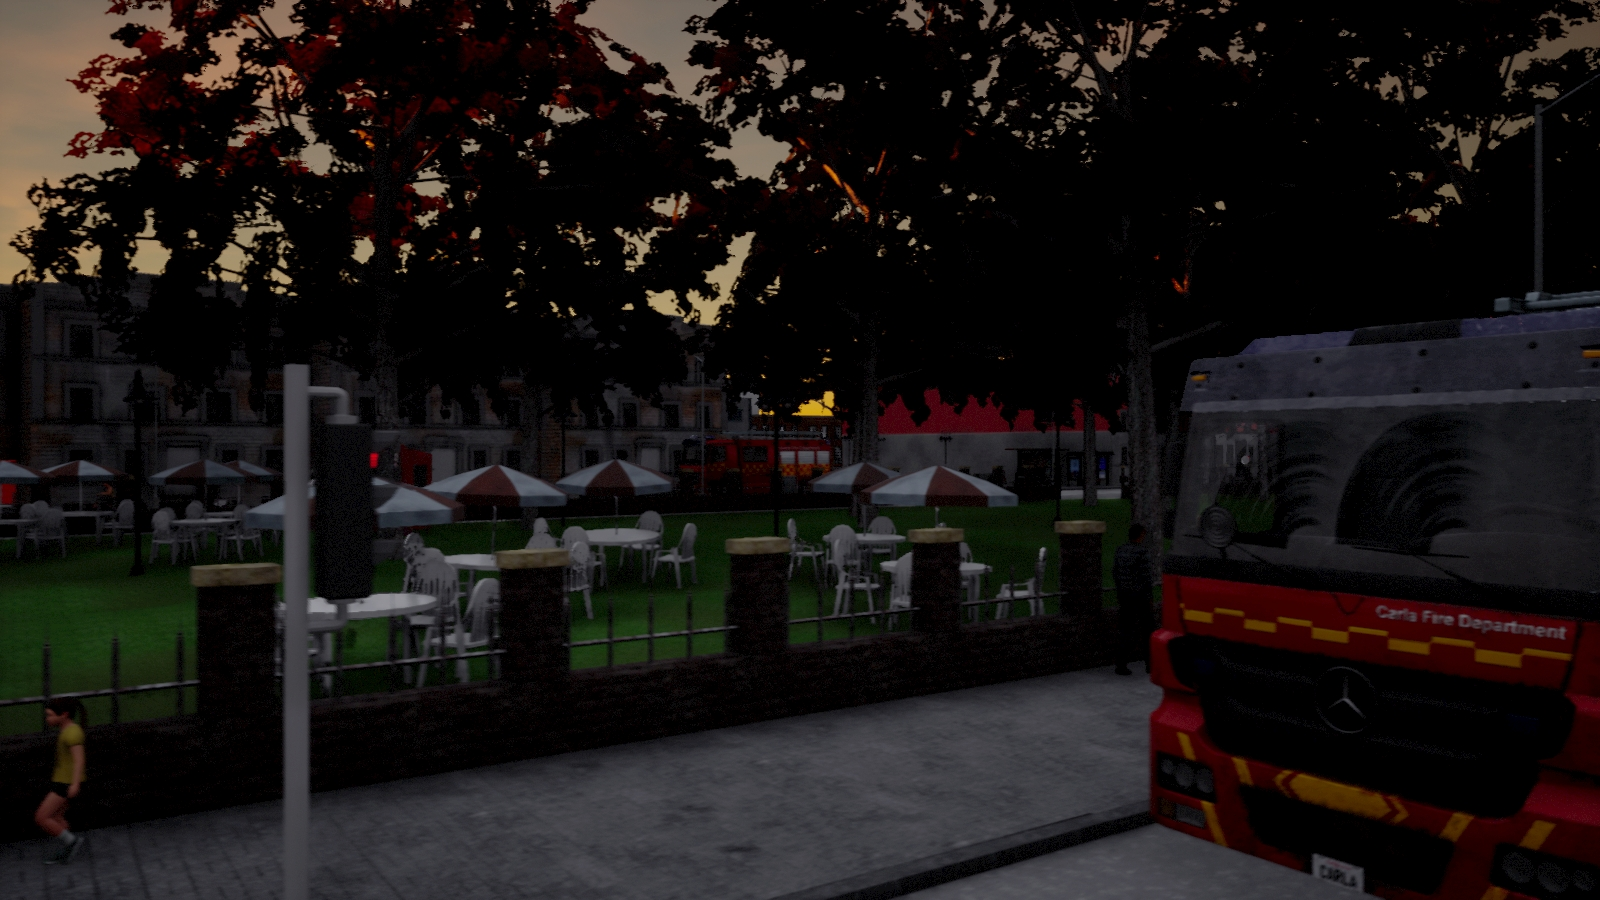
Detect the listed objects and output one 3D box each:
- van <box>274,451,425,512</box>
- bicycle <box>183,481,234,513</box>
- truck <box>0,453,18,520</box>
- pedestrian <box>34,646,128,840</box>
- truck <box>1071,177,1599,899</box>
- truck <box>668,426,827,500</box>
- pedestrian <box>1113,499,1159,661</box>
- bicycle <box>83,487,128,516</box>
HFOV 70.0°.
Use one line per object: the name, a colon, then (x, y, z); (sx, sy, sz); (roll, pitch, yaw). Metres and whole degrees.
van: (-19.839, 1.314, 50.449); (5.915, 2.561, 1.988); (0, 0, -35)
bicycle: (-24.462, 1.939, 47.242); (1.835, 1.271, 0.329); (0, 0, -35)
truck: (-31.934, 1.347, 42.021); (5.204, 2.467, 2.627); (0, 0, -35)
pedestrian: (-4.731, 1.896, 7.509); (0.500, 1.100, 0.500); (0, 0, -35)
truck: (6.104, 0.670, 8.799); (8.468, 3.827, 2.891); (0, 0, -35)
truck: (-2.767, 0.669, 62.613); (8.468, 3.827, 2.891); (0, 0, -35)
pedestrian: (3.980, 1.525, 13.549); (0.375, 1.860, 0.375); (0, 0, -34)
bicycle: (-27.423, 2.035, 45.108); (1.487, 1.080, 0.859); (0, 0, -34)
